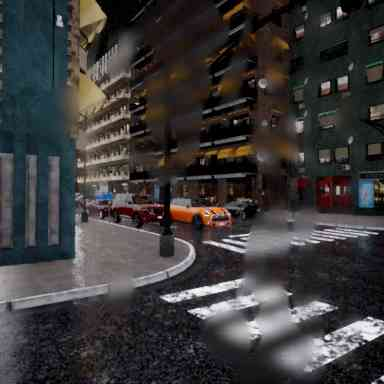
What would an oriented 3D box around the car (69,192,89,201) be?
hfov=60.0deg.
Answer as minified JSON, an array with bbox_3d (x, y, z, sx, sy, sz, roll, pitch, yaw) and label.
[{"bbox_3d":[-19.293,0.770,56.770,1.887,1.381,4.507,2,0,-36],"label":"car"}]

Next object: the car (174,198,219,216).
[{"bbox_3d":[0.303,1.289,29.696,1.802,1.307,4.206,2,0,-36],"label":"car"}]

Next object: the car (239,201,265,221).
[{"bbox_3d":[3.569,1.354,25.183,1.947,1.339,4.313,2,0,-36],"label":"car"}]

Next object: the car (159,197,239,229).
[{"bbox_3d":[0.277,1.127,19.885,2.097,1.767,4.553,1,0,-37],"label":"car"}]

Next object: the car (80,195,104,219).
[{"bbox_3d":[-6.507,1.183,24.814,1.887,1.381,4.507,2,0,-36],"label":"car"}]

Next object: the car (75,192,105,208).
[{"bbox_3d":[-11.202,1.018,35.712,1.812,1.442,4.674,1,1,-36],"label":"car"}]

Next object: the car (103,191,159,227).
[{"bbox_3d":[-3.235,1.034,20.302,2.192,1.841,5.009,2,0,-36],"label":"car"}]

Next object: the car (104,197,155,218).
[{"bbox_3d":[-5.321,1.185,27.576,2.033,1.411,5.357,1,0,-36],"label":"car"}]
